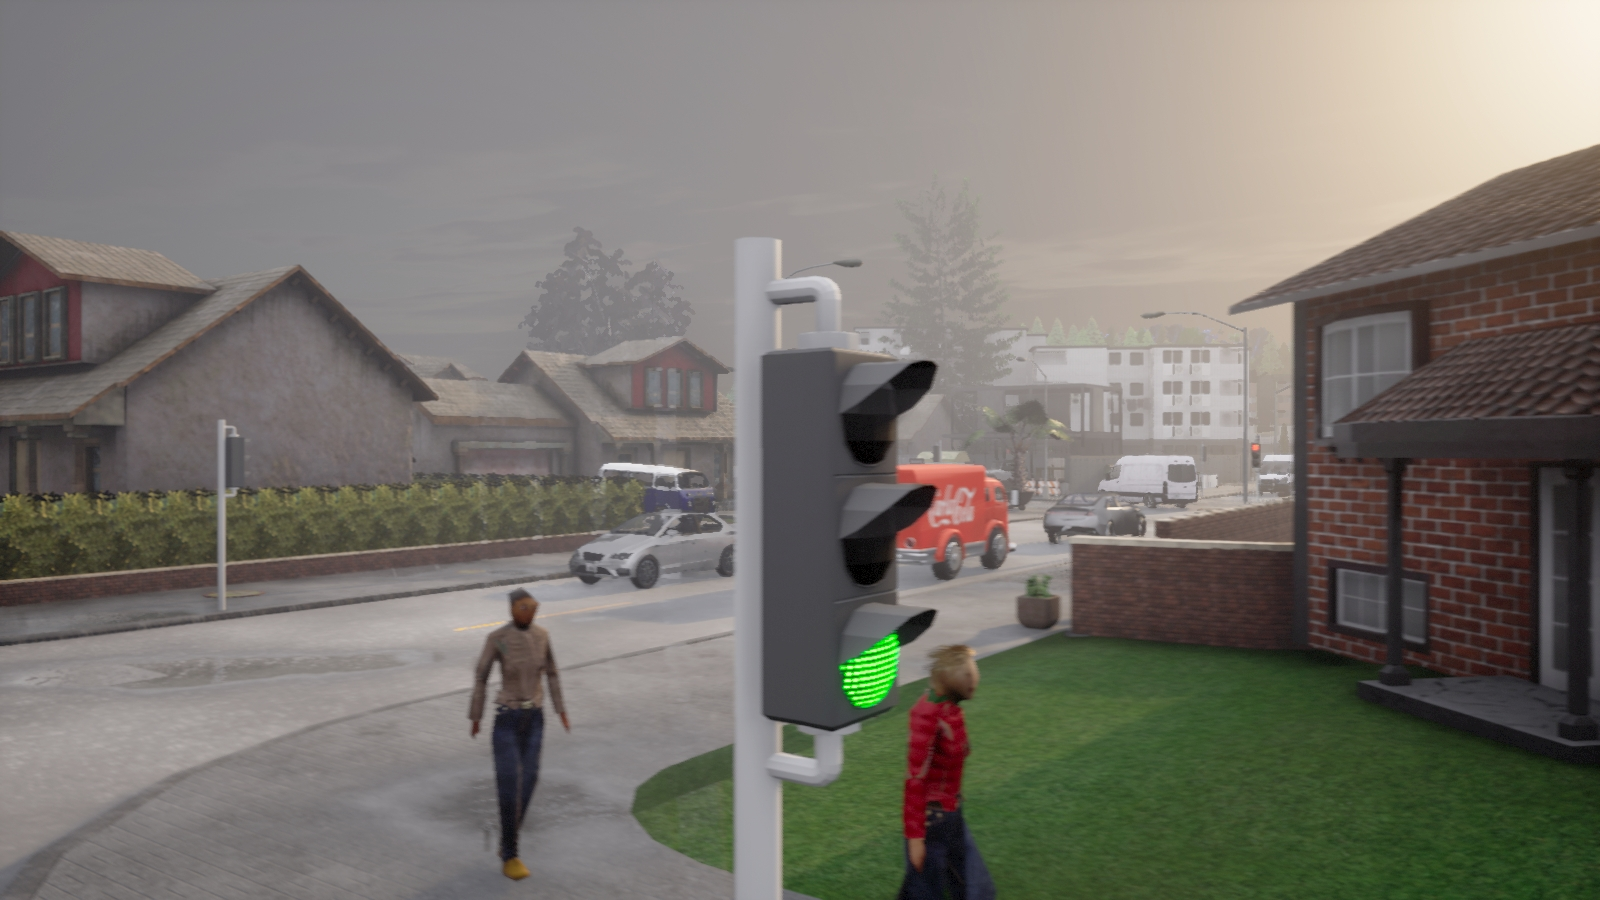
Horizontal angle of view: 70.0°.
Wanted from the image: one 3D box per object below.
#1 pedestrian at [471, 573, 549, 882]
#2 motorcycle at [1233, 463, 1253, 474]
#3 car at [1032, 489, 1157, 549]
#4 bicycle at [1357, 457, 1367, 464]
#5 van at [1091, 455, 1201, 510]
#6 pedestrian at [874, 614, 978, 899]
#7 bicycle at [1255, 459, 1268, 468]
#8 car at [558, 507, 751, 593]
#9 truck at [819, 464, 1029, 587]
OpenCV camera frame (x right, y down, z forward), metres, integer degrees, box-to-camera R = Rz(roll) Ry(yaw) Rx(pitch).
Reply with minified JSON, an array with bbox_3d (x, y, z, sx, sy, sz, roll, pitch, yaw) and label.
[{"bbox_3d":[-1.870,1.748,7.349,0.375,1.860,0.375,0,0,-35],"label":"pedestrian"},{"bbox_3d":[52.507,2.200,135.484,2.033,1.199,0.803,0,0,35],"label":"motorcycle"},{"bbox_3d":[9.076,2.053,34.945,2.128,1.511,4.902,0,0,35],"label":"car"},{"bbox_3d":[111.054,2.071,225.841,1.643,1.496,0.373,0,0,35],"label":"bicycle"},{"bbox_3d":[16.959,1.541,56.418,1.988,2.561,5.915,1,0,-20],"label":"van"},{"bbox_3d":[0.603,1.747,5.436,0.375,1.860,0.375,0,0,30],"label":"pedestrian"},{"bbox_3d":[70.444,2.077,174.392,1.835,1.471,0.329,0,0,35],"label":"bicycle"},{"bbox_3d":[-3.030,2.073,24.648,1.816,1.474,4.193,0,0,34],"label":"car"},{"bbox_3d":[2.976,1.571,26.212,2.627,2.467,5.204,0,0,35],"label":"truck"}]
